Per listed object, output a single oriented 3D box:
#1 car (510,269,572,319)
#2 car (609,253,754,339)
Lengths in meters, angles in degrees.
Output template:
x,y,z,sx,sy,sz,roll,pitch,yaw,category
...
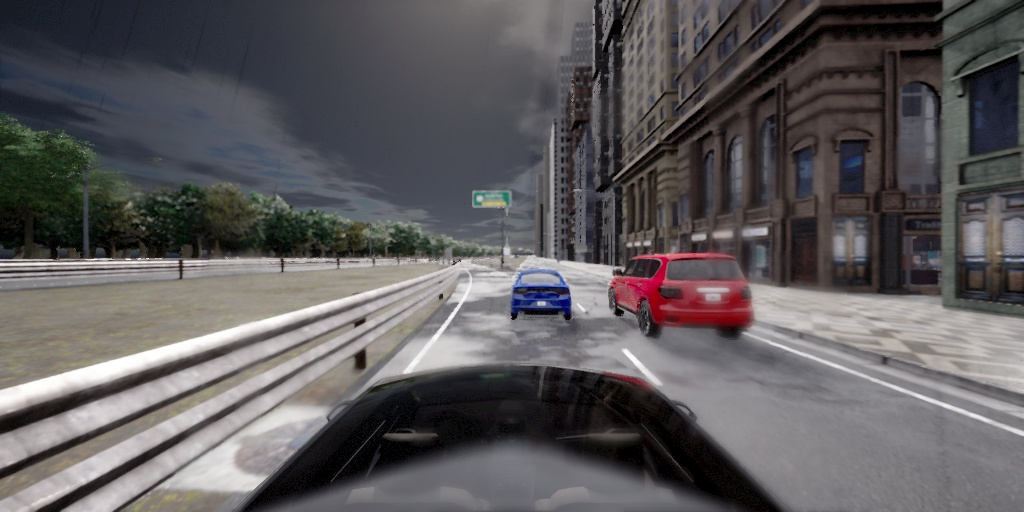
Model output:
x,y,z,sx,sy,sz,roll,pitch,yaw,category
0.964,1.212,12.785,1.882,1.535,5.008,0,0,3,car
4.344,0.957,10.193,2.150,2.045,5.566,0,0,3,car
